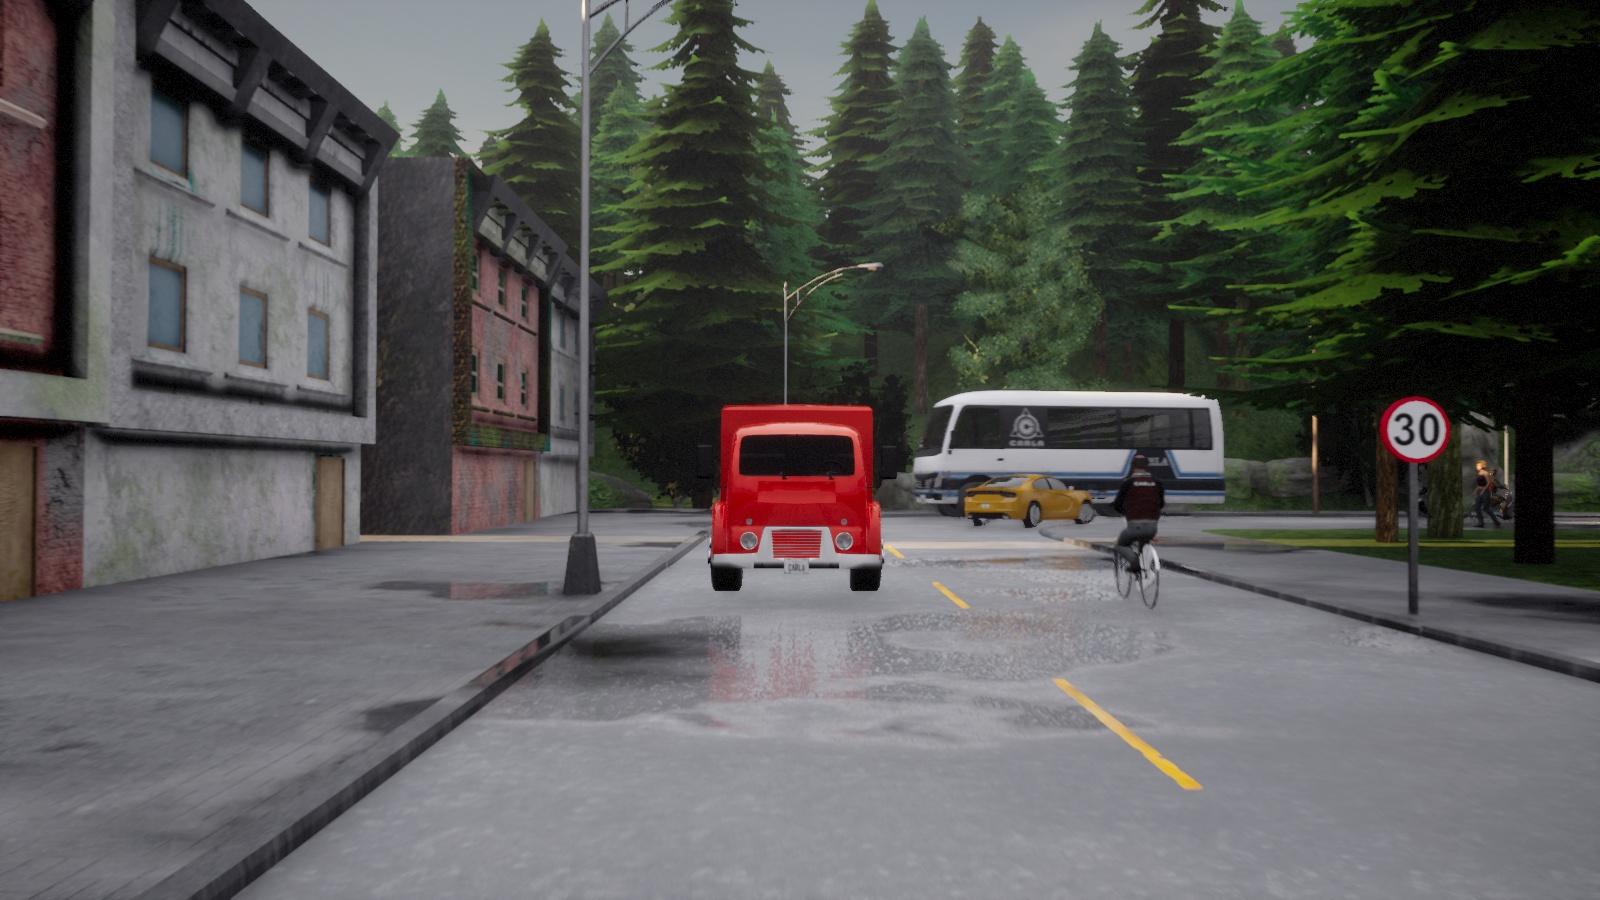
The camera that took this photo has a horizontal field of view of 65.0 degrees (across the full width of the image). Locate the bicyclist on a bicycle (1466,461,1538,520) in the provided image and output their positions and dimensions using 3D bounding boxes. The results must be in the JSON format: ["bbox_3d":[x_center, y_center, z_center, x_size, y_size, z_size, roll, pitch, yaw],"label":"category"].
[{"bbox_3d":[21.714,1.253,38.867,1.843,1.776,0.659,0,-1,-1],"label":"bicyclist on a bicycle"}]

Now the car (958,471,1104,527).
[{"bbox_3d":[6.831,1.386,36.761,1.882,1.535,5.008,-2,-2,41],"label":"car"}]

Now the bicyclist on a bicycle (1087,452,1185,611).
[{"bbox_3d":[3.963,0.922,14.961,0.659,1.776,1.843,0,-1,0],"label":"bicyclist on a bicycle"}]

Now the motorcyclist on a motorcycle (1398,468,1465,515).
[{"bbox_3d":[21.543,1.404,42.875,1.817,1.590,0.866,0,-1,0],"label":"motorcyclist on a motorcycle"}]

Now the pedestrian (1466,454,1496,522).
[{"bbox_3d":[18.314,1.020,33.762,0.594,1.836,0.345,0,-1,0],"label":"pedestrian"}]

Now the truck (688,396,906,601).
[{"bbox_3d":[-0.046,0.628,17.783,2.627,2.467,5.204,0,-1,0],"label":"truck"}]

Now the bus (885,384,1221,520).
[{"bbox_3d":[8.335,0.115,42.120,10.273,4.253,3.944,0,-2,-9],"label":"bus"}]
